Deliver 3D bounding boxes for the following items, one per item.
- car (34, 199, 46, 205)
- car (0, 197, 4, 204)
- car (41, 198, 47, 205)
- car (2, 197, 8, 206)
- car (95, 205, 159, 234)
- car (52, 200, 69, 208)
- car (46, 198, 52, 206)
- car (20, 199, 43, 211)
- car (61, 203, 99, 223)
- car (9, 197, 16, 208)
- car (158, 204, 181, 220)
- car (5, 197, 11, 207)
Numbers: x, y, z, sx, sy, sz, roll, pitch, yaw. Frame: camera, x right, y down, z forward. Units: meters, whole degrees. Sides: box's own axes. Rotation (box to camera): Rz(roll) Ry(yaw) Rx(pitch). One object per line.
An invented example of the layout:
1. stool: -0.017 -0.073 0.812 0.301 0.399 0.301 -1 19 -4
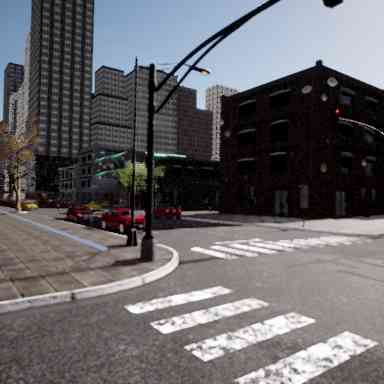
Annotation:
1. car: -38.714 2.548 84.655 1.752 1.417 4.829 1 -1 -35
2. car: -39.136 2.005 70.653 2.192 1.841 5.009 1 -1 -35
3. car: -35.442 2.284 79.986 2.192 1.841 5.009 1 -1 -35
4. car: -35.966 2.205 66.115 1.947 1.339 4.313 1 -1 -35
5. car: -4.101 1.684 20.353 1.887 1.381 4.507 1 -1 -35
6. car: -25.927 2.257 66.384 1.967 1.590 4.097 1 -1 -35
7. car: -29.100 2.450 70.915 1.802 1.307 4.206 1 -1 -35
8. car: -23.404 1.963 48.060 1.752 1.417 4.829 1 -1 -35
9. car: -9.263 1.799 27.727 1.802 1.307 4.206 1 -1 -35
10. car: -29.803 2.086 57.296 1.887 1.381 4.507 1 -1 -35
11. car: -2.815 1.902 33.581 1.967 1.590 4.097 1 -1 -35
12. car: -32.794 2.155 61.582 1.947 1.339 4.313 1 -1 -35
